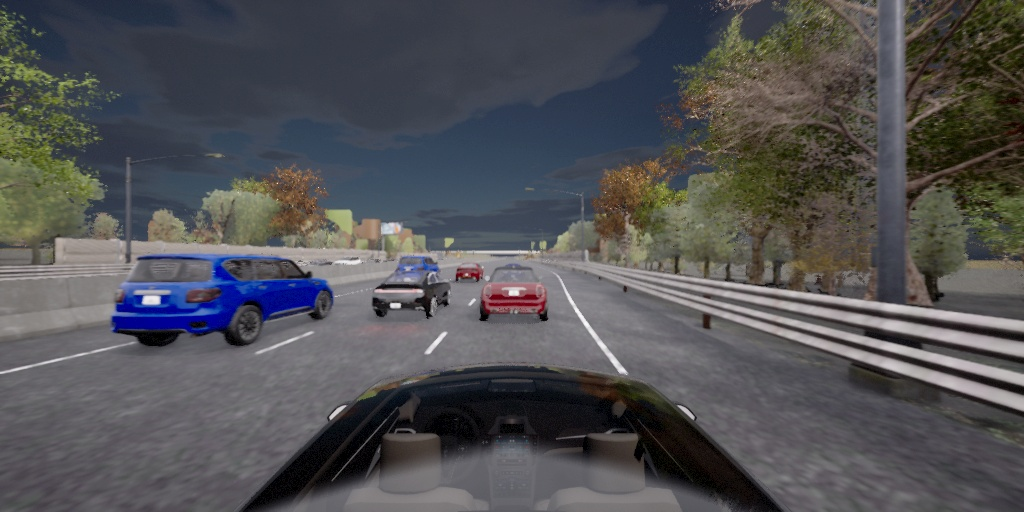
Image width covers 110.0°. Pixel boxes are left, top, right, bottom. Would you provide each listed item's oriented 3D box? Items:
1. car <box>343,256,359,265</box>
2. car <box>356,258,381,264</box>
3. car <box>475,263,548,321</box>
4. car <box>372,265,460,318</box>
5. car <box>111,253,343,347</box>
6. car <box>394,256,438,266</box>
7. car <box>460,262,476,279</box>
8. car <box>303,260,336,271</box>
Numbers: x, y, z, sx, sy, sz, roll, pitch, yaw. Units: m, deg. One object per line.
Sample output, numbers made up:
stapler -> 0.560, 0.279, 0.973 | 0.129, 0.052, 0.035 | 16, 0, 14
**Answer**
car -> -24.538, 1.065, 53.663 | 2.150, 2.045, 5.566 | 0, 0, 1
car -> -21.043, 1.349, 53.900 | 1.837, 1.490, 4.892 | 0, 0, 0
car -> 0.071, 1.115, 12.737 | 2.097, 1.767, 4.553 | 0, 0, 0
car -> -3.427, 1.256, 13.025 | 2.128, 1.511, 4.902 | 0, 0, 0
car -> -6.935, 0.976, 9.532 | 2.150, 2.045, 5.566 | 0, -1, -1
car -> -6.931, 1.010, 26.882 | 2.150, 2.045, 5.566 | 0, 0, 0
car -> -3.419, 1.268, 29.612 | 1.882, 1.535, 5.008 | 0, 0, 0
car -> -28.043, 1.333, 52.436 | 2.128, 1.511, 4.902 | 0, 0, 0
